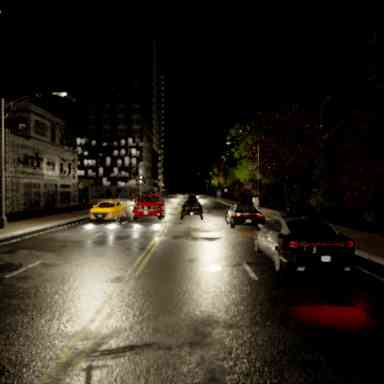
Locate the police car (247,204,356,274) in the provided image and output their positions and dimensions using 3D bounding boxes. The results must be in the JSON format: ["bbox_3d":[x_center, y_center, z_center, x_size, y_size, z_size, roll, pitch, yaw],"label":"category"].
[{"bbox_3d":[3.252,1.409,10.660,1.930,1.638,5.238,0,0,0],"label":"police car"}]

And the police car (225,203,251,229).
[{"bbox_3d":[3.252,1.473,21.551,2.038,1.542,4.974,0,0,0],"label":"police car"}]

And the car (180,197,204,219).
[{"bbox_3d":[-0.011,1.461,29.019,1.837,1.490,4.892,0,0,0],"label":"car"}]

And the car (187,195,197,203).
[{"bbox_3d":[0.008,1.324,67.277,1.882,1.535,5.008,0,-1,0],"label":"car"}]

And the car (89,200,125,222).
[{"bbox_3d":[-6.591,1.437,26.328,1.882,1.535,5.008,0,0,0],"label":"car"}]

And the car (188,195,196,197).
[{"bbox_3d":[0.040,1.412,49.604,1.837,1.490,4.892,0,1,0],"label":"car"}]

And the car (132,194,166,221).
[{"bbox_3d":[-3.341,1.182,26.889,2.150,2.045,5.566,0,0,0],"label":"car"}]
